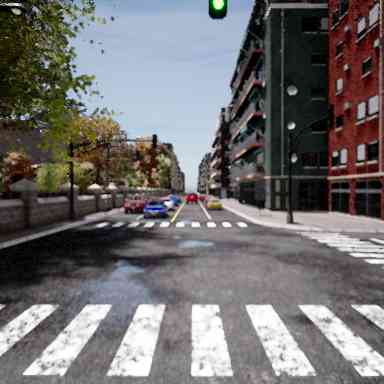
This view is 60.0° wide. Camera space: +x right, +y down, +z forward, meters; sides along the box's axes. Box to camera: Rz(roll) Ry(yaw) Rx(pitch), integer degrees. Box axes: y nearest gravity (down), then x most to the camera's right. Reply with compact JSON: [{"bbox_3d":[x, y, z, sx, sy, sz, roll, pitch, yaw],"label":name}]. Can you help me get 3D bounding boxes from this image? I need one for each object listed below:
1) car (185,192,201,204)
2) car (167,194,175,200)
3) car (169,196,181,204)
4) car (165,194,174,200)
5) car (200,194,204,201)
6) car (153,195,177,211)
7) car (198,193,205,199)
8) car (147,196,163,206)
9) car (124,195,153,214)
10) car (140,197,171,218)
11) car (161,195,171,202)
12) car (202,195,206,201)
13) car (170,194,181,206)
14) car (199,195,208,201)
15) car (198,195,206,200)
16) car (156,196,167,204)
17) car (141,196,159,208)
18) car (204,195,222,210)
[{"bbox_3d":[0.005,1.079,59.983,2.150,2.045,5.566,0,0,0],"label":"car"},{"bbox_3d":[-5.687,1.356,89.989,2.008,1.369,4.403,0,0,0],"label":"car"},{"bbox_3d":[-3.006,1.420,61.037,1.994,1.385,4.181,0,0,0],"label":"car"},{"bbox_3d":[-5.688,1.339,84.284,1.752,1.417,4.829,0,0,0],"label":"car"},{"bbox_3d":[2.690,1.426,51.243,2.008,1.369,4.403,0,0,0],"label":"car"},{"bbox_3d":[-3.106,1.427,38.761,1.812,1.442,4.674,0,0,1],"label":"car"},{"bbox_3d":[2.693,1.237,95.524,1.967,1.590,4.097,0,0,0],"label":"car"},{"bbox_3d":[-5.690,1.420,51.243,1.887,1.381,4.507,0,0,0],"label":"car"},{"bbox_3d":[-5.692,1.225,34.637,2.192,1.841,5.009,0,0,0],"label":"car"},{"bbox_3d":[-3.099,1.449,29.037,1.812,1.442,4.674,0,0,0],"label":"car"},{"bbox_3d":[-5.688,1.414,73.384,1.802,1.307,4.206,0,0,0],"label":"car"},{"bbox_3d":[2.690,1.431,45.707,1.887,1.381,4.507,0,0,0],"label":"car"},{"bbox_3d":[-3.077,1.357,49.066,1.882,1.535,5.008,0,0,0],"label":"car"},{"bbox_3d":[2.692,1.368,78.919,1.887,1.381,4.507,0,0,0],"label":"car"},{"bbox_3d":[2.693,1.371,89.989,1.947,1.339,4.313,0,0,0],"label":"car"},{"bbox_3d":[-5.689,1.435,62.313,1.802,1.307,4.206,0,0,0],"label":"car"},{"bbox_3d":[-5.691,1.327,45.707,1.967,1.590,4.097,0,0,0],"label":"car"},{"bbox_3d":[2.690,1.423,40.342,1.752,1.417,4.829,0,0,0],"label":"car"}]
